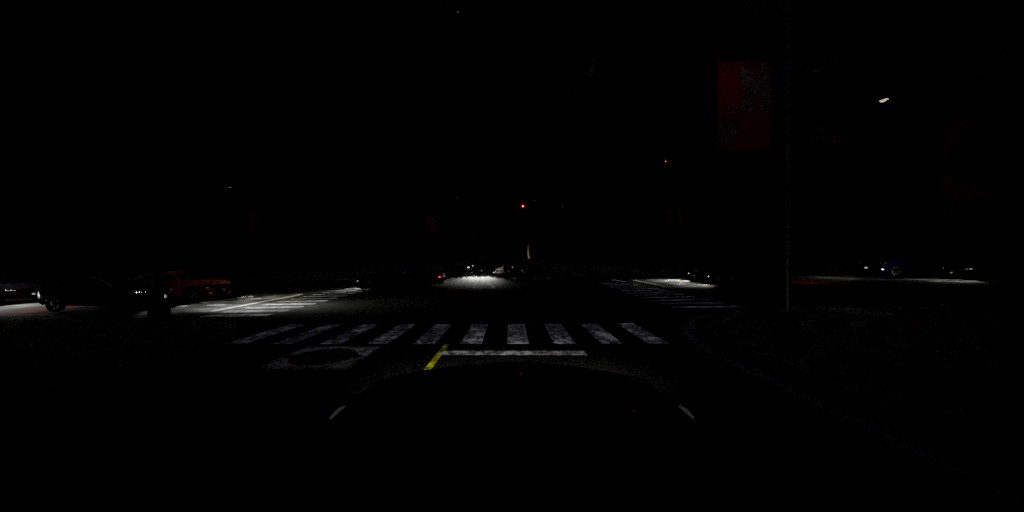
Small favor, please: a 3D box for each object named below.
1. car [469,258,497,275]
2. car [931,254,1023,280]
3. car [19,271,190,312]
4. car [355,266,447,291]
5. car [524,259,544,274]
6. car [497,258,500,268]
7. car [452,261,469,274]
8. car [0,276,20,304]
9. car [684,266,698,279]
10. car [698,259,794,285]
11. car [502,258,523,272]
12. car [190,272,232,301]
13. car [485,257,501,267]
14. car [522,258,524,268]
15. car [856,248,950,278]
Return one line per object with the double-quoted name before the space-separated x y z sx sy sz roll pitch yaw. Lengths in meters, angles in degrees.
"car" -3.117 1.246 39.094 2.128 1.511 4.902 0 0 0
"car" 29.861 0.721 22.470 4.674 1.442 1.812 -1 0 0
"car" -17.626 1.547 15.706 4.902 1.511 2.128 -1 0 2
"car" -6.819 1.336 22.407 5.357 1.411 2.033 -1 1 0
"car" 2.733 1.306 41.164 2.007 1.370 4.403 0 0 0
"car" -3.164 1.305 48.953 2.033 1.411 5.357 0 0 0
"car" -5.792 1.306 41.126 2.007 1.370 4.403 0 0 0
"car" -27.623 1.763 18.932 4.674 1.442 1.812 -1 0 0
"car" 14.658 1.020 25.697 4.181 1.385 1.994 -1 0 0
"car" 14.731 0.964 22.427 4.892 1.490 1.837 -1 0 2
"car" 0.048 1.320 45.483 1.994 1.385 4.181 0 0 0
"car" -17.649 1.528 18.950 5.008 1.535 1.882 -1 0 2
"car" -3.201 1.288 58.891 1.812 1.442 4.674 0 0 0
"car" 2.680 1.304 52.053 1.888 1.381 4.507 0 0 0
"car" 28.153 0.442 25.722 5.566 2.045 2.150 -1 0 0
